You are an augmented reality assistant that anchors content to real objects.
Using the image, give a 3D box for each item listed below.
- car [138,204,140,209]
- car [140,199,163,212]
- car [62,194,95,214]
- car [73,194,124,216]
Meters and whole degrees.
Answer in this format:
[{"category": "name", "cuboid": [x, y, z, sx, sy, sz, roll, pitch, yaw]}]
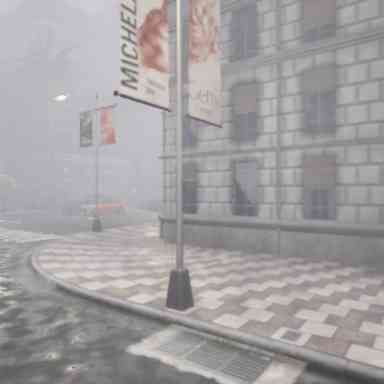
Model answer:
[{"category": "car", "cuboid": [-5.173, 1.633, 43.974, 1.994, 1.385, 4.181, 0, 0, 38]}, {"category": "car", "cuboid": [-3.589, 1.566, 40.339, 1.837, 1.490, 4.892, 0, 0, 37]}, {"category": "car", "cuboid": [-11.172, 1.291, 36.001, 2.150, 2.045, 5.566, 0, 0, 36]}, {"category": "car", "cuboid": [-8.978, 1.413, 33.055, 2.097, 1.767, 4.553, 0, 0, 36]}]
